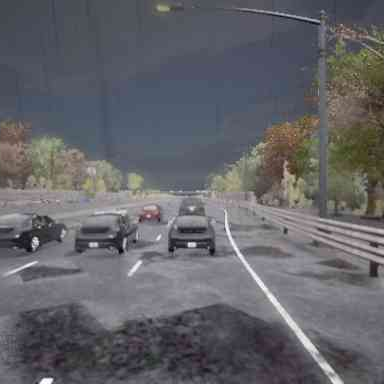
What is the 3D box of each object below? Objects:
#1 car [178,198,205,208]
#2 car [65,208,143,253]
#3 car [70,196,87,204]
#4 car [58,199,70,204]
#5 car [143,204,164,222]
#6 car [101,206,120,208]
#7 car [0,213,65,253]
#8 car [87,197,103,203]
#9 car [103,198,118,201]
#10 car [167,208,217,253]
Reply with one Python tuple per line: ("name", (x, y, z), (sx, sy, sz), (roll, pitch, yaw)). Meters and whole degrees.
("car", (-0.016, 1.507, 29.025), (2.150, 2.045, 5.566), (0, 0, 0))
("car", (-3.504, 1.648, 14.302), (1.837, 1.490, 4.892), (0, 0, 0))
("car", (-24.545, 2.011, 73.879), (2.150, 2.045, 5.566), (0, -1, 0))
("car", (-28.044, 2.312, 73.903), (2.128, 1.511, 4.902), (0, -1, 0))
("car", (-3.512, 1.820, 29.383), (1.812, 1.442, 4.674), (0, 0, 0))
("car", (-7.015, 1.892, 29.106), (1.895, 1.301, 4.718), (0, -1, 0))
("car", (-7.004, 1.648, 14.306), (1.837, 1.490, 4.892), (0, 0, 0))
("car", (-21.045, 2.142, 73.940), (2.097, 1.767, 4.553), (0, -1, 0))
("car", (-17.545, 2.142, 73.942), (2.097, 1.767, 4.553), (0, -1, 0))
("car", (-0.004, 1.648, 14.304), (1.837, 1.490, 4.892), (0, 0, 0))
